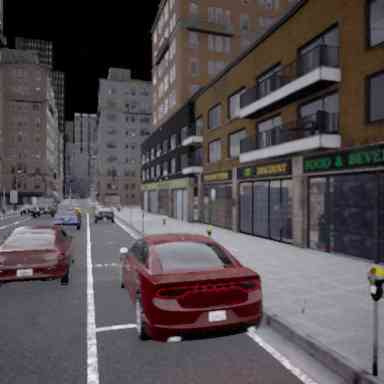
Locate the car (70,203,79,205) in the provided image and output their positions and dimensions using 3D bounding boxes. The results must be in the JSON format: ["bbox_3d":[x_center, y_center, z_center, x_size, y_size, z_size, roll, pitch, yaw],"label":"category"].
[{"bbox_3d":[-14.240,2.101,40.285,1.801,1.575,5.366,0,-1,-18],"label":"car"}]

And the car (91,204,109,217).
[{"bbox_3d":[-11.350,2.211,40.658,1.947,1.339,4.313,0,-1,-18],"label":"car"}]

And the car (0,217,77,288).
[{"bbox_3d":[-4.447,1.687,9.659,1.812,1.442,4.674,0,-1,-18],"label":"car"}]

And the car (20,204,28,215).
[{"bbox_3d":[-21.181,2.246,43.406,1.887,1.381,4.507,0,-1,-18],"label":"car"}]

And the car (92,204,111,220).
[{"bbox_3d":[-9.718,2.090,35.495,1.752,1.417,4.829,0,-1,-18],"label":"car"}]

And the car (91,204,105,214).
[{"bbox_3d":[-13.033,2.309,45.983,1.802,1.307,4.206,0,-1,-18],"label":"car"}]

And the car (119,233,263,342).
[{"bbox_3d":[-0.398,1.589,6.938,1.882,1.535,5.008,0,-1,-18],"label":"car"}]

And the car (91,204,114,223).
[{"bbox_3d":[-7.984,2.030,30.007,2.008,1.369,4.403,0,-1,-18],"label":"car"}]

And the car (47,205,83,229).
[{"bbox_3d":[-9.255,1.951,24.856,2.033,1.411,5.357,0,-1,-18],"label":"car"}]

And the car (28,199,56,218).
[{"bbox_3d":[-16.639,1.834,37.768,2.150,2.045,5.566,0,-1,-17],"label":"car"}]
